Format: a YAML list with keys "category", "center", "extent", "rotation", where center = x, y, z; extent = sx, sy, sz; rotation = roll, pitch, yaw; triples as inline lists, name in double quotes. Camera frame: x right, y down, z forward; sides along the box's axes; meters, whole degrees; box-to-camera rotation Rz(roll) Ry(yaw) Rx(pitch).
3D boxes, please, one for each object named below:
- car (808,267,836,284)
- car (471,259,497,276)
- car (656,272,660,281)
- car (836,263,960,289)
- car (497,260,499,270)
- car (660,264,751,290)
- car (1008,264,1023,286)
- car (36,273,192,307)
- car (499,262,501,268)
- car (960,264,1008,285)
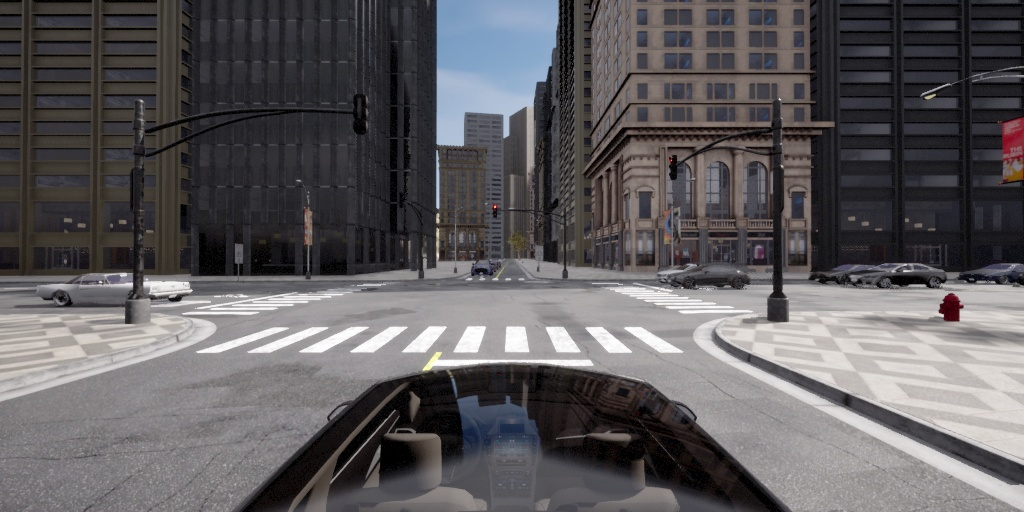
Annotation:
- category: "car"
  center: [23.924, 1.263, 24.969]
  extent: [5.357, 1.411, 2.033]
  rotation: [0, 0, 0]
- category: "car"
  center: [-3.046, 1.146, 37.614]
  extent: [2.097, 1.767, 4.553]
  rotation: [0, 0, 0]
- category: "car"
  center: [12.529, 1.270, 25.008]
  extent: [4.674, 1.442, 1.812]
  rotation: [0, 0, 1]
- category: "car"
  center: [23.180, 1.185, 21.717]
  extent: [4.902, 1.511, 2.128]
  rotation: [0, 0, 0]
- category: "car"
  center: [-3.056, 1.378, 46.386]
  extent: [1.994, 1.385, 4.181]
  rotation: [0, 0, 0]
- category: "car"
  center: [11.825, 1.247, 21.656]
  extent: [4.674, 1.442, 1.812]
  rotation: [0, 0, -1]
- category: "car"
  center: [33.667, 1.232, 21.718]
  extent: [4.181, 1.385, 1.994]
  rotation: [0, 0, 0]
- category: "car"
  center: [-16.375, 1.366, 14.983]
  extent: [4.718, 1.301, 1.895]
  rotation: [0, 0, 0]
- category: "car"
  center: [-3.052, 1.401, 55.417]
  extent: [1.994, 1.385, 4.181]
  rotation: [0, 0, 0]
- category: "car"
  center: [34.648, 1.237, 24.975]
  extent: [5.357, 1.411, 2.033]
  rotation: [0, 0, -1]
